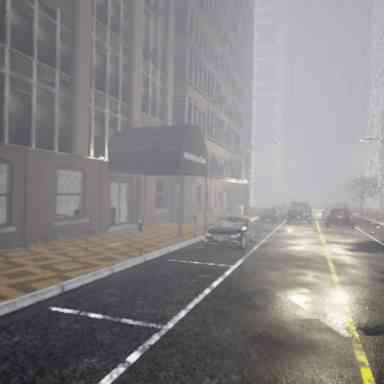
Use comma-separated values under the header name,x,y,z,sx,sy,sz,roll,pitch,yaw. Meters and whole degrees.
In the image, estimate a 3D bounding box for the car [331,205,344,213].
name,x,y,z,sx,sy,sz,roll,pitch,yaw
car,26.746,3.064,61.240,1.947,1.339,4.313,0,-1,19

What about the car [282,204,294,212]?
name,x,y,z,sx,sy,sz,roll,pitch,yaw
car,16.979,2.779,58.723,1.802,1.307,4.206,0,-1,19

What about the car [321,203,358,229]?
name,x,y,z,sx,sy,sz,roll,pitch,yaw
car,12.347,2.061,28.084,2.097,1.767,4.553,1,-1,19

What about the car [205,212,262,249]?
name,x,y,z,sx,sy,sz,roll,pitch,yaw
car,1.912,1.813,15.913,2.008,1.369,4.403,0,-1,19

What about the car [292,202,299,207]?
name,x,y,z,sx,sy,sz,roll,pitch,yaw
car,28.225,3.379,90.674,1.752,1.417,4.829,0,-1,19

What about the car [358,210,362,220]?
name,x,y,z,sx,sy,sz,roll,pitch,yaw
car,19.269,2.570,39.994,1.752,1.417,4.829,0,-1,19

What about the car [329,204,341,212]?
name,x,y,z,sx,sy,sz,roll,pitch,yaw
car,28.631,3.155,66.594,1.887,1.381,4.507,0,-1,19

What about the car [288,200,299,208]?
name,x,y,z,sx,sy,sz,roll,pitch,yaw
car,24.517,2.956,80.135,2.192,1.841,5.009,0,-1,19

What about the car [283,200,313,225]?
name,x,y,z,sx,sy,sz,roll,pitch,yaw
car,10.294,1.918,31.770,2.150,2.045,5.566,1,-1,20

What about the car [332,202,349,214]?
name,x,y,z,sx,sy,sz,roll,pitch,yaw
car,24.866,2.701,55.893,2.192,1.841,5.009,0,-1,19

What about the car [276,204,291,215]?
name,x,y,z,sx,sy,sz,roll,pitch,yaw
car,13.156,2.490,47.861,1.752,1.417,4.829,0,-1,19

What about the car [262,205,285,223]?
name,x,y,z,sx,sy,sz,roll,pitch,yaw
car,7.562,2.186,31.966,1.947,1.339,4.313,0,-1,19

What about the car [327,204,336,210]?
name,x,y,z,sx,sy,sz,roll,pitch,yaw
car,32.398,3.411,77.297,1.802,1.307,4.206,0,-1,19

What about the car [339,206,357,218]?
name,x,y,z,sx,sy,sz,roll,pitch,yaw
car,21.153,2.685,45.345,1.752,1.417,4.829,0,-1,19
